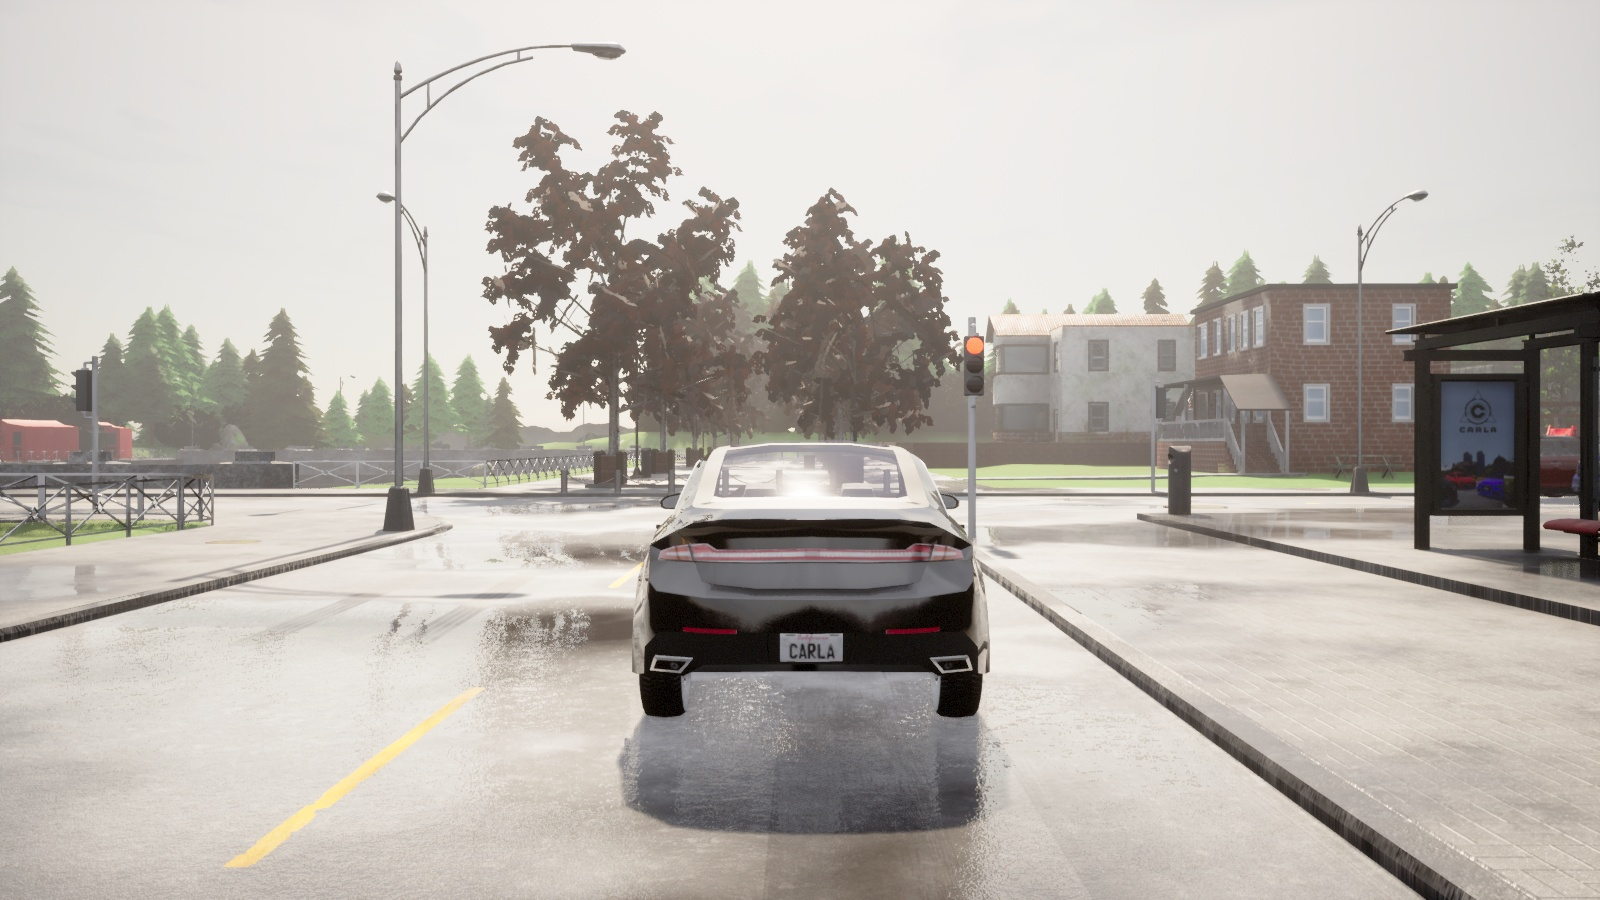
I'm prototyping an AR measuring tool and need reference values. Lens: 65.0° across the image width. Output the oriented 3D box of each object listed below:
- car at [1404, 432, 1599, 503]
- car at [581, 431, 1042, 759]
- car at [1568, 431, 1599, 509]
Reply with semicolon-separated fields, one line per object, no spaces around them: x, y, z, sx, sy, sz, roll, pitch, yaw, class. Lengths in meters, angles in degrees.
18.455;0.436;32.601;4.553;1.767;2.097;0;0;1;car
0.062;0.656;8.254;2.128;1.511;4.902;0;0;0;car
20.410;0.460;28.604;4.553;1.767;2.097;0;0;0;car
